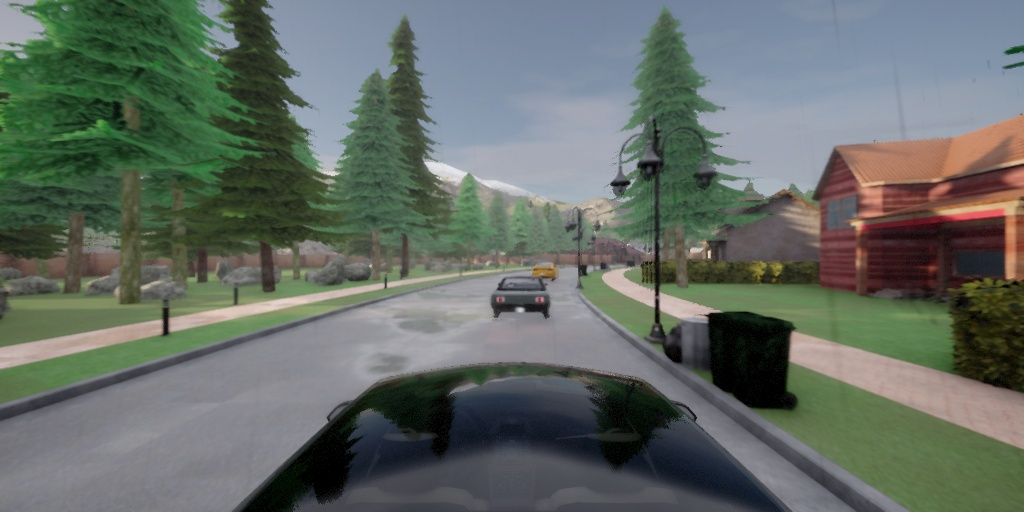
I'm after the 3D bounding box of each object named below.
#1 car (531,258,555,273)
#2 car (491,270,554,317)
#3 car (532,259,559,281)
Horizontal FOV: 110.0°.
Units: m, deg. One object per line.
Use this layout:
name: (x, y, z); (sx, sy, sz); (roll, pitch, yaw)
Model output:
car: (4.173, 1.196, 47.612); (2.097, 1.767, 4.553); (0, 0, 21)
car: (0.404, 1.375, 13.227); (1.895, 1.301, 4.718); (0, 0, 4)
car: (2.960, 1.288, 31.034); (1.882, 1.535, 5.008); (0, 0, 12)
